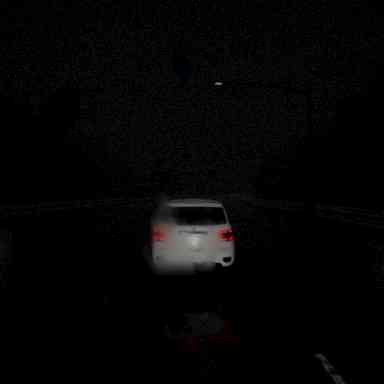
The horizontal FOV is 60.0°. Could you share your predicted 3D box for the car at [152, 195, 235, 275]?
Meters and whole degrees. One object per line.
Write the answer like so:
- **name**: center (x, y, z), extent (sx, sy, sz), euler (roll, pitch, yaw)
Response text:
- **car**: center (0.022, 1.224, 10.557), extent (2.150, 2.045, 5.566), euler (0, 0, 0)
